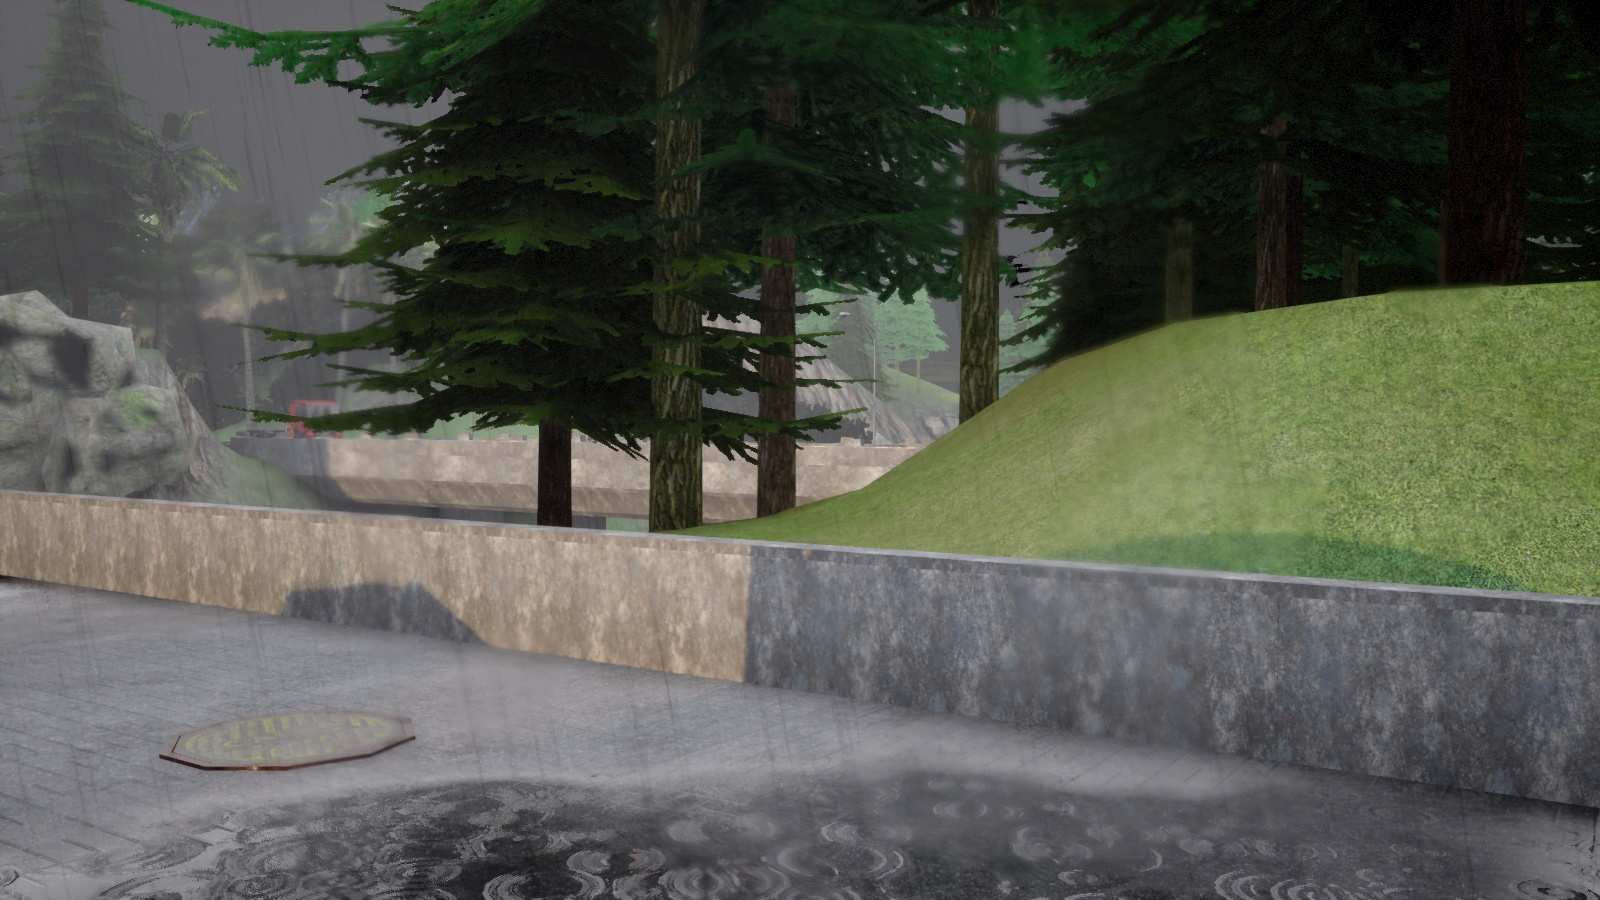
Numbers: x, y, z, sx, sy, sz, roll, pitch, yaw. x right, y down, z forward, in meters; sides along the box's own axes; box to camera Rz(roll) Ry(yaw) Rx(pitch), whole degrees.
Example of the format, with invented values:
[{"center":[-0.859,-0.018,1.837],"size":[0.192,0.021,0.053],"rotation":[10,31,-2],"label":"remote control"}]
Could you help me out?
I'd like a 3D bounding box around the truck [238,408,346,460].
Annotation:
[{"center":[-35.191,-1.119,86.957],"size":[7.936,3.462,2.891],"rotation":[0,1,34],"label":"truck"}]
